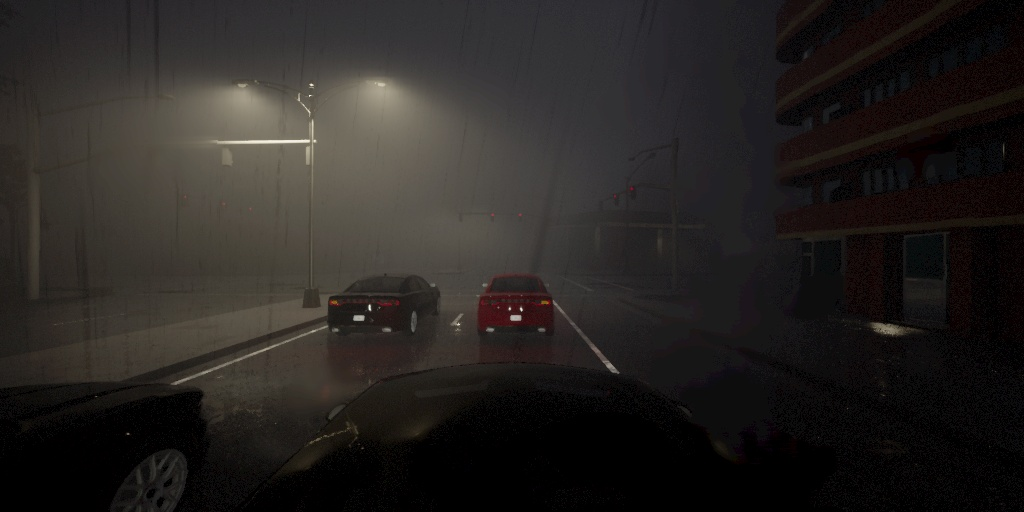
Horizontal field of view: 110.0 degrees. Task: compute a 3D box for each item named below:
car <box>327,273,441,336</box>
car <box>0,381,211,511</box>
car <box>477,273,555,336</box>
[{"bbox_3d":[-3.392,1.228,10.447,1.882,1.535,5.008,0,0,0],"label":"car"},{"bbox_3d":[-3.408,1.228,0.873,1.882,1.535,5.008,0,0,0],"label":"car"},{"bbox_3d":[0.113,1.228,10.460,1.882,1.535,5.008,0,0,1],"label":"car"}]
